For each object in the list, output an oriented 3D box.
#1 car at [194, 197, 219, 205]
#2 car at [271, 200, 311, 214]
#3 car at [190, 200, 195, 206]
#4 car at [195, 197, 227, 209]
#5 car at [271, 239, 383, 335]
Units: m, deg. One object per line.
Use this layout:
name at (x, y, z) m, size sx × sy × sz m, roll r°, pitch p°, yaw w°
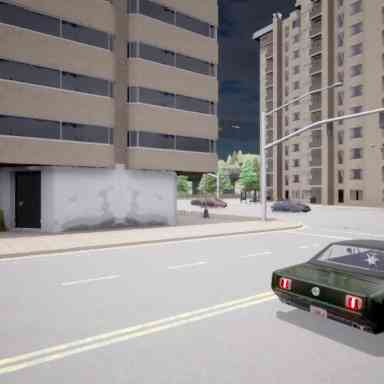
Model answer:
car at (2.527, 1.601, 58.951) m, size 1.895 × 1.301 × 4.718 m, roll 0°, pitch 0°, yaw -36°
car at (10.572, 1.563, 35.590) m, size 1.994 × 1.385 × 4.181 m, roll 0°, pitch 0°, yaw -36°
car at (1.533, 1.564, 54.350) m, size 1.994 × 1.385 × 4.181 m, roll 0°, pitch 0°, yaw -36°
car at (2.899, 1.526, 46.197) m, size 1.812 × 1.442 × 4.674 m, roll 0°, pitch 0°, yaw -36°
car at (3.814, 1.601, 6.494) m, size 4.718 × 1.301 × 1.895 m, roll 0°, pitch 0°, yaw -35°
